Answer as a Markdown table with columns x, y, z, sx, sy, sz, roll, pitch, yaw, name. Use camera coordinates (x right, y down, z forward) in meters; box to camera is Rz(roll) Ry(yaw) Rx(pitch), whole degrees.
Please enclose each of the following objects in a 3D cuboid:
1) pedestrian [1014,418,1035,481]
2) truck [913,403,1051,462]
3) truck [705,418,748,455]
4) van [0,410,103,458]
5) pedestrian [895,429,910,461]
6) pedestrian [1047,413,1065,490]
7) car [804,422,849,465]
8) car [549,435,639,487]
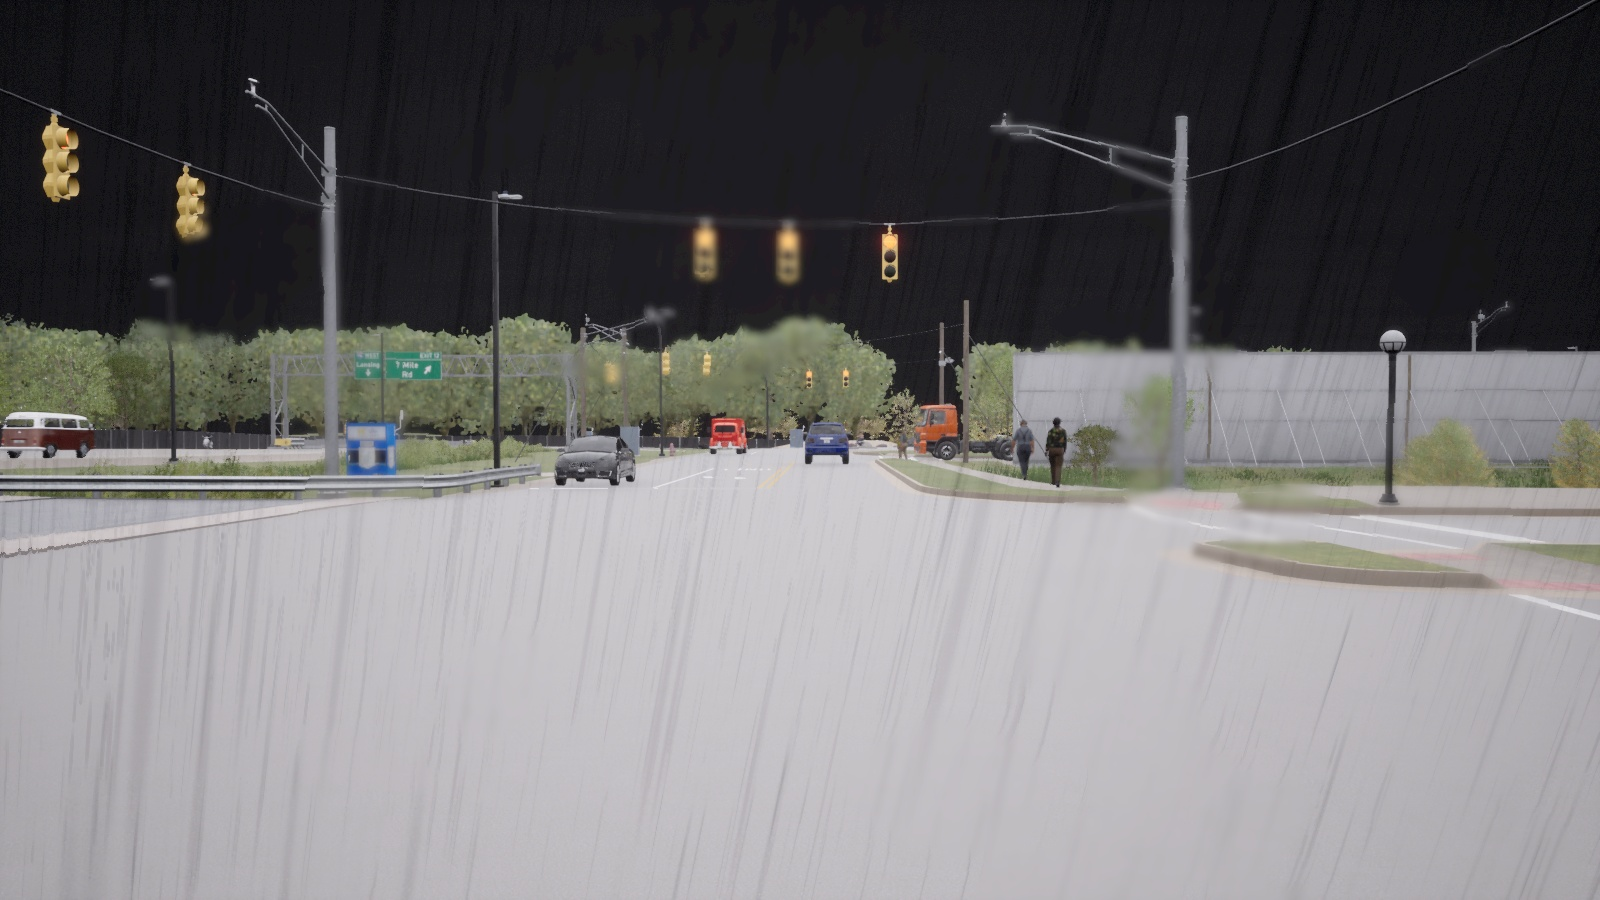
| x | y | z | sx | sy | sz | roll | pitch | yaw | name |
| --- | --- | --- | --- | --- | --- | --- | --- | --- | --- |
| 6.643 | -0.011 | 37.174 | 0.540 | 1.848 | 0.694 | 0 | 2 | 3 | pedestrian |
| 11.121 | -1.089 | 77.374 | 7.936 | 3.462 | 2.891 | 1 | 2 | -4 | truck |
| -5.059 | -0.954 | 87.445 | 2.627 | 2.467 | 5.204 | 0 | 1 | 1 | truck |
| -33.491 | -0.690 | 56.145 | 2.069 | 2.038 | 4.480 | 0 | 0 | 1 | van |
| 5.964 | -0.274 | 73.127 | 0.540 | 1.848 | 0.694 | -1 | 2 | -37 | pedestrian |
| 6.517 | 0.031 | 31.988 | 0.395 | 1.930 | 0.692 | 0 | 2 | 7 | pedestrian |
| 1.360 | -0.350 | 62.966 | 2.150 | 2.045 | 5.566 | 0 | 1 | 2 | car |
| -6.251 | 0.292 | 38.694 | 1.837 | 1.490 | 4.892 | 0 | 1 | 2 | car |
